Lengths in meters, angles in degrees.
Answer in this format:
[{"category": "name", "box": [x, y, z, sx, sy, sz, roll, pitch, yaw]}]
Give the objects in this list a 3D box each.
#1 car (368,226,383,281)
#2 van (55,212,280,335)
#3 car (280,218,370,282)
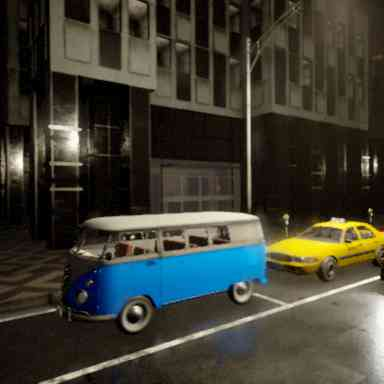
[{"category": "car", "box": [6.271, 1.491, 7.847, 4.181, 1.385, 1.994, -1, 0, -35]}, {"category": "van", "box": [-0.366, 1.316, 6.390, 3.998, 1.788, 1.690, -1, 0, -35]}, {"category": "car", "box": [4.059, 1.459, 9.543, 4.829, 1.417, 1.752, -1, 0, -35]}]
